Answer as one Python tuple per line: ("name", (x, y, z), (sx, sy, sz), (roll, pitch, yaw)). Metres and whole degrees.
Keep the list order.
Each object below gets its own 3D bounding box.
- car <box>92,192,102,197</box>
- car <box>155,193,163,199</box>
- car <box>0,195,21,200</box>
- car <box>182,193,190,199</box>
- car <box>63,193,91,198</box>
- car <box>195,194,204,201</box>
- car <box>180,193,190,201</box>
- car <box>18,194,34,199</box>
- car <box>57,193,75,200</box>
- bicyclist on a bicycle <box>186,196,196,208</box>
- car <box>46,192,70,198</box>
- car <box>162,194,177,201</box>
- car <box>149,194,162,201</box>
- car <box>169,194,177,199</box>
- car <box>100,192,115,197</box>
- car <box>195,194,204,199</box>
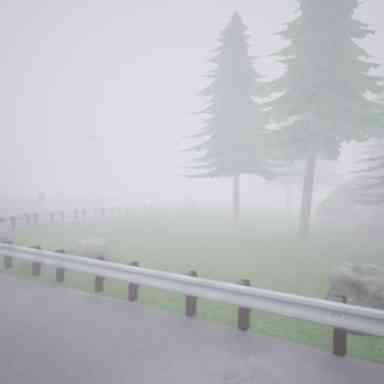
("car", (-22.570, 0.996, 79.208), (2.150, 2.045, 5.566), (0, 0, 5))
("car", (-8.590, 1.112, 86.910), (2.033, 1.411, 5.357), (0, 0, -6))
("car", (-27.761, 1.475, 48.066), (1.895, 1.301, 4.718), (0, 0, 24))
("car", (-1.597, 1.089, 87.223), (1.812, 1.442, 4.674), (0, 0, -6))
("car", (-21.797, 1.385, 63.122), (1.994, 1.385, 4.181), (0, 0, 18))
("car", (1.828, 1.357, 77.058), (1.895, 1.301, 4.718), (0, 0, 1))
("car", (-1.693, 1.288, 76.830), (2.128, 1.511, 4.902), (0, 0, 1))
("car", (-32.596, 1.185, 63.719), (2.097, 1.767, 4.553), (0, 0, 21))
("car", (-29.635, 1.133, 78.335), (1.882, 1.535, 5.008), (0, 0, 5))
("bicyclist on a bicycle", (-0.206, 1.346, 46.014), (1.656, 1.620, 0.582), (4, 2, 23))
("car", (-25.320, 1.046, 63.394), (2.150, 2.045, 5.566), (0, 1, 17))
("car", (-5.213, 1.240, 76.632), (1.882, 1.535, 5.008), (0, 0, 1))
("car", (-8.732, 1.308, 76.261), (2.033, 1.411, 5.357), (0, 0, 1))
("car", (-5.097, 1.163, 87.097), (1.895, 1.301, 4.718), (0, 0, -6))
("car", (-19.137, 1.312, 78.038), (2.033, 1.411, 5.357), (0, 0, 5))
("car", (1.896, 1.156, 87.410), (1.895, 1.301, 4.718), (0, 0, -6))
